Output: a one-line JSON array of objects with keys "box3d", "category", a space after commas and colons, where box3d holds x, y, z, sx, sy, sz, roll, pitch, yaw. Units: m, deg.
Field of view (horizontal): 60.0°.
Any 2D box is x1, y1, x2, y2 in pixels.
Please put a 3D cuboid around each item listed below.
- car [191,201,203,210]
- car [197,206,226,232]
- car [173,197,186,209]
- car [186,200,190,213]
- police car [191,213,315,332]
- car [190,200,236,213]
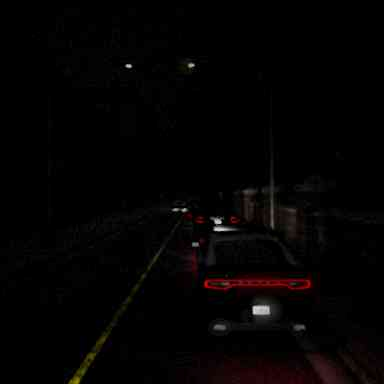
[{"box3d": [0.780, 2.248, 57.217, 1.994, 1.385, 4.181, 0, -1, 1], "category": "car"}, {"box3d": [1.230, 1.790, 23.206, 1.812, 1.442, 4.674, 0, -1, 1], "category": "car"}, {"box3d": [-2.173, 1.962, 60.828, 2.150, 2.045, 5.566, 0, -1, 1], "category": "car"}, {"box3d": [0.624, 1.872, 44.103, 2.097, 1.767, 4.553, 0, -1, 1], "category": "car"}, {"box3d": [1.019, 1.506, 7.319, 1.930, 1.638, 5.238, 0, -1, 1], "category": "police car"}, {"box3d": [1.150, 1.420, 17.240, 2.150, 2.045, 5.566, 0, -1, 1], "category": "car"}]
